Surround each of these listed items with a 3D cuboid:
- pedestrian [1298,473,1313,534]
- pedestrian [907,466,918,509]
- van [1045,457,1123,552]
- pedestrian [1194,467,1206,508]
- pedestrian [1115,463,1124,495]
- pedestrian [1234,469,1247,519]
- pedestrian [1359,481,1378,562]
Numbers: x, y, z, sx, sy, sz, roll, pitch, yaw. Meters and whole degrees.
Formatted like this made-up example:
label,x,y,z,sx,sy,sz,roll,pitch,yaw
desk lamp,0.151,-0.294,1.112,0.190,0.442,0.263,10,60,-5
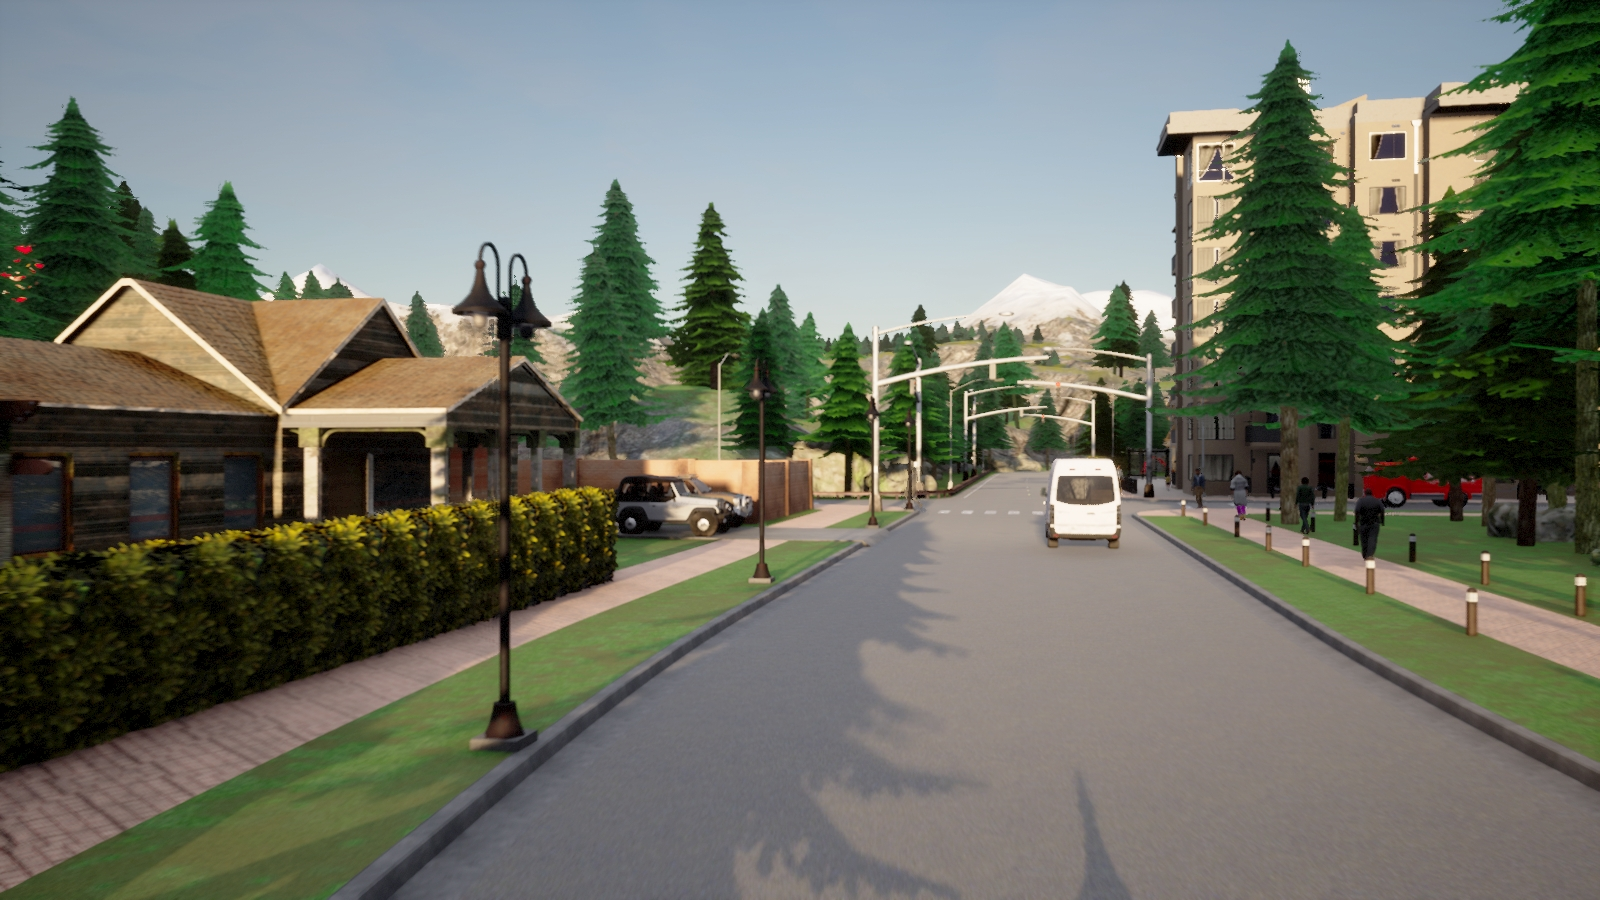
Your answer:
label,x,y,z,sx,sy,sz,roll,pitch,yaw
pedestrian,15.710,1.663,35.521,0.375,1.860,0.375,0,0,12
pedestrian,4.998,1.663,50.859,0.375,1.860,0.375,0,0,26
van,8.412,1.502,34.247,1.988,2.561,5.915,0,0,11
pedestrian,17.977,1.679,51.393,0.375,1.860,0.375,0,0,-44
pedestrian,18.554,1.696,66.396,0.375,1.860,0.375,0,0,-3
pedestrian,16.599,1.667,43.065,0.375,1.860,0.375,0,0,11
pedestrian,13.314,1.664,26.765,0.375,1.860,0.375,0,0,24
